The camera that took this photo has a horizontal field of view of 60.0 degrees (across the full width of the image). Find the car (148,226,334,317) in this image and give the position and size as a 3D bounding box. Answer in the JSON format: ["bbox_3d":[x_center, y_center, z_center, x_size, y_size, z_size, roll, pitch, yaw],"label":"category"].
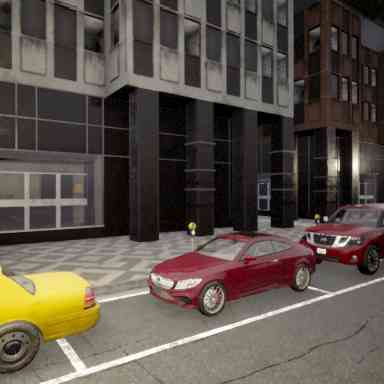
[{"bbox_3d":[1.062,1.581,7.403,4.206,1.307,1.802,0,0,-35],"label":"car"}]

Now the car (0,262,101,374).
[{"bbox_3d":[-3.640,1.525,4.057,4.829,1.417,1.752,0,0,-35],"label":"car"}]

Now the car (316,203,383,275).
[{"bbox_3d":[5.626,1.314,10.653,5.009,1.841,2.192,0,0,-35],"label":"car"}]
